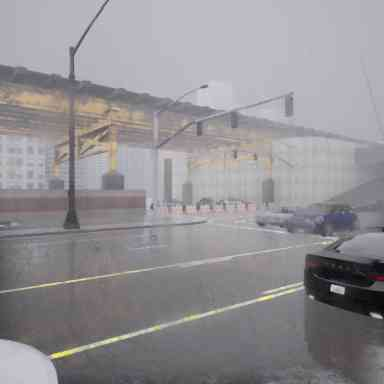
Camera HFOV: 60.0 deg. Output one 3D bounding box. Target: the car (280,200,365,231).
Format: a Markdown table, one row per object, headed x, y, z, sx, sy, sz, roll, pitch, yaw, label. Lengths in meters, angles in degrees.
| x | y | z | sx | sy | sz | roll | pitch | yaw | label |
| --- | --- | --- | --- | --- | --- | --- | --- | --- | --- |
| 7.148 | 1.352 | 18.034 | 4.553 | 1.767 | 2.097 | 0 | 0 | -40 | car |

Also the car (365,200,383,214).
| x | y | z | sx | sy | sz | roll | pitch | yaw | label |
| --- | --- | --- | --- | --- | --- | --- | --- | --- | --- |
| 19.916 | 1.547 | 36.419 | 5.357 | 1.411 | 2.033 | 0 | 0 | -38 | car |

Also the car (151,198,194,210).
| x | y | z | sx | sy | sz | roll | pitch | yaw | label |
| --- | --- | --- | --- | --- | --- | --- | --- | --- | --- |
| -2.089 | 1.295 | 37.216 | 4.536 | 1.218 | 1.853 | 0 | 0 | 8 | car |

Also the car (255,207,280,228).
| x | y | z | sx | sy | sz | roll | pitch | yaw | label |
| --- | --- | --- | --- | --- | --- | --- | --- | --- | --- |
| 6.149 | 1.600 | 21.556 | 4.718 | 1.301 | 1.895 | 0 | 0 | -43 | car |

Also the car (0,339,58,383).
| x | y | z | sx | sy | sz | roll | pitch | yaw | label |
| --- | --- | --- | --- | --- | --- | --- | --- | --- | --- |
| -3.081 | 1.526 | 1.541 | 4.674 | 1.442 | 1.812 | 0 | 0 | -36 | car |

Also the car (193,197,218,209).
| x | y | z | sx | sy | sz | roll | pitch | yaw | label |
| --- | --- | --- | --- | --- | --- | --- | --- | --- | --- |
| 1.701 | 1.295 | 39.975 | 1.853 | 1.218 | 4.536 | 0 | 0 | 18 | car |

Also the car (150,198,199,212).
| x | y | z | sx | sy | sz | roll | pitch | yaw | label |
| --- | --- | --- | --- | --- | --- | --- | --- | --- | --- |
| -2.038 | 1.452 | 37.209 | 4.974 | 1.542 | 2.038 | 0 | 0 | 8 | car |

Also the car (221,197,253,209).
| x | y | z | sx | sy | sz | roll | pitch | yaw | label |
| --- | --- | --- | --- | --- | --- | --- | --- | --- | --- |
| 5.513 | 1.295 | 43.710 | 4.536 | 1.218 | 1.853 | 0 | 0 | -7 | car |

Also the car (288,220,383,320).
| x | y | z | sx | sy | sz | roll | pitch | yaw | label |
| --- | --- | --- | --- | --- | --- | --- | --- | --- | --- |
| 4.446 | 1.478 | 7.010 | 5.008 | 1.535 | 1.882 | 0 | 0 | -36 | car |

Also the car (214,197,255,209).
| x | y | z | sx | sy | sz | roll | pitch | yaw | label |
| --- | --- | --- | --- | --- | --- | --- | --- | --- | --- |
| 5.565 | 1.452 | 43.717 | 4.974 | 1.542 | 2.038 | 0 | 0 | -7 | car |

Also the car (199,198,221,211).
| x | y | z | sx | sy | sz | roll | pitch | yaw | label |
| --- | --- | --- | --- | --- | --- | --- | --- | --- | --- |
| 1.685 | 1.452 | 39.925 | 2.038 | 1.542 | 4.974 | 0 | 0 | 18 | car |
